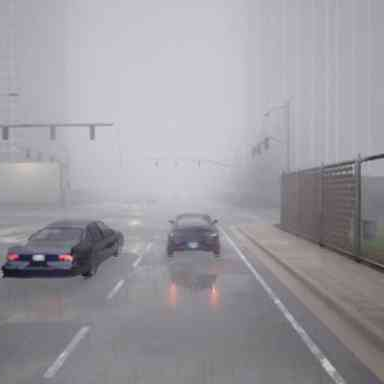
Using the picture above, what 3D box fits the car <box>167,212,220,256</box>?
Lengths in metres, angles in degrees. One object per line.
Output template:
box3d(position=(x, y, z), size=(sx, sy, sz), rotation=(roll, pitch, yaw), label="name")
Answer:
box3d(position=(0.060, 1.515, 12.886), size=(1.812, 1.442, 4.674), rotation=(0, 0, 0), label="car")

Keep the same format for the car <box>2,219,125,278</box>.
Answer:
box3d(position=(-3.459, 1.539, 10.066), size=(2.033, 1.411, 5.357), rotation=(0, 0, 1), label="car")

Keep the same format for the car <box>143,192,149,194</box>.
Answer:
box3d(position=(-10.514, 1.059, 74.124), size=(2.150, 2.045, 5.566), rotation=(0, 0, 0), label="car")

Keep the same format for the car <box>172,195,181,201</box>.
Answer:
box3d(position=(-3.514, 1.336, 75.071), size=(2.033, 1.411, 5.357), rotation=(0, 0, 0), label="car")

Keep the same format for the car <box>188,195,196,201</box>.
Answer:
box3d(position=(-0.014, 1.336, 75.072), size=(2.033, 1.411, 5.357), rotation=(0, 0, 0), label="car")

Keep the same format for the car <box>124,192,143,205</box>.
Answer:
box3d(position=(-10.552, 1.304, 58.673), size=(2.097, 1.767, 4.553), rotation=(0, 0, 1), label="car")

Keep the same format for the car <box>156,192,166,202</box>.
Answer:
box3d(position=(-7.014, 1.059, 74.092), size=(2.150, 2.045, 5.566), rotation=(0, 0, 0), label="car")

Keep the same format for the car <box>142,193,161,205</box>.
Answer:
box3d(position=(-7.053, 1.429, 58.678), size=(1.882, 1.535, 5.008), rotation=(0, 0, 1), label="car")
